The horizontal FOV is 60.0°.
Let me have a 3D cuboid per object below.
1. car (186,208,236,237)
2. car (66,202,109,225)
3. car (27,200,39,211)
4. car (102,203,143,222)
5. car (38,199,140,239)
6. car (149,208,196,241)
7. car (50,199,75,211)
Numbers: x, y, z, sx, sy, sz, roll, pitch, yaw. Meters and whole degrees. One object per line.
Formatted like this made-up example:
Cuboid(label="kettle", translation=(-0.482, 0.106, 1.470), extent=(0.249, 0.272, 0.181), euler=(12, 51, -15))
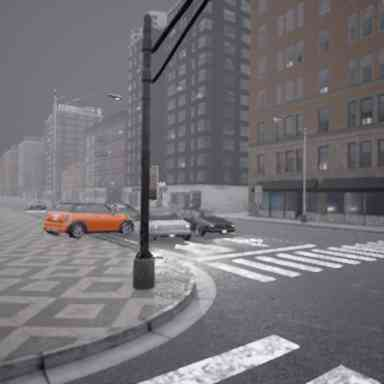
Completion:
Cuboid(label="car", translation=(0.198, 1.673, 19.480), extent=(2.033, 1.411, 5.357), euler=(3, -2, -34))
Cuboid(label="car", translation=(-8.228, 1.615, 25.976), extent=(1.837, 1.490, 4.892), euler=(1, -1, -34))
Cuboid(label="car", translation=(-20.595, 1.755, 44.133), extent=(1.994, 1.385, 4.181), euler=(1, -1, -34))
Cuboid(label="car", translation=(-6.077, 1.692, 28.589), extent=(1.812, 1.442, 4.674), euler=(1, -1, -34))
Cuboid(label="car", translation=(-5.077, 1.350, 17.163), extent=(2.097, 1.767, 4.553), euler=(1, -2, 36))
Cuboid(label="car", translation=(-1.371, 1.675, 17.270), extent=(1.895, 1.301, 4.718), euler=(0, 0, -13))
Cuboid(label="car", translation=(-17.950, 1.737, 46.025), extent=(2.128, 1.511, 4.902), euler=(1, -1, -34))
